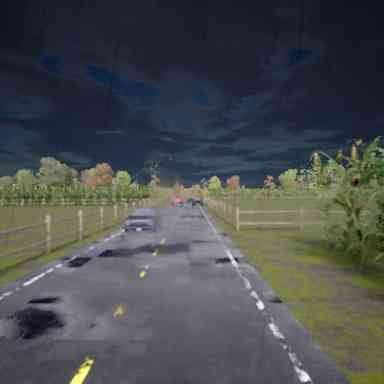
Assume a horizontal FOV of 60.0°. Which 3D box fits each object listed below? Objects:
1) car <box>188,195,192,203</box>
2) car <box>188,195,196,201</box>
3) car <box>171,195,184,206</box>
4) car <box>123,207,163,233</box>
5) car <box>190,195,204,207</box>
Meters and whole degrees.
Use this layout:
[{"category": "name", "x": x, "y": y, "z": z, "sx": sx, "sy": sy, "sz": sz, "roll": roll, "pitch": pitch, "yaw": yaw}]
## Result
[{"category": "car", "x": -0.006, "y": 1.663, "z": 75.815, "sx": 1.812, "sy": 1.442, "sz": 4.674, "roll": 0, "pitch": 0, "yaw": 0}, {"category": "car", "x": -0.007, "y": 1.571, "z": 89.051, "sx": 2.097, "sy": 1.767, "sz": 4.553, "roll": 0, "pitch": 0, "yaw": 0}, {"category": "car", "x": -2.779, "y": 1.496, "z": 62.619, "sx": 2.150, "sy": 2.045, "sz": 5.566, "roll": 0, "pitch": 0, "yaw": 1}, {"category": "car", "x": -2.853, "y": 1.645, "z": 20.485, "sx": 2.033, "sy": 1.411, "sz": 5.357, "roll": 0, "pitch": 0, "yaw": 0}, {"category": "car", "x": 0.956, "y": 1.759, "z": 57.173, "sx": 1.837, "sy": 1.490, "sz": 4.892, "roll": 0, "pitch": 0, "yaw": 0}]
